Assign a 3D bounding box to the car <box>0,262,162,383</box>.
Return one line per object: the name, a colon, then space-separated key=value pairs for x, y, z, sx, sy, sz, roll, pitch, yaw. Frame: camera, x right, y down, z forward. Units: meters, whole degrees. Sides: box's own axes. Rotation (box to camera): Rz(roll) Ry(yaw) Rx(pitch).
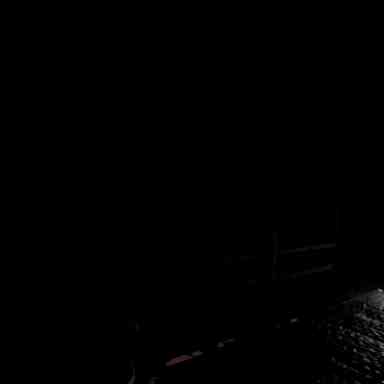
car: x=-2.294 y=1.339 z=1.403 sx=4.553 sy=1.767 sz=2.097 roll=1 pitch=-1 yaw=-36
